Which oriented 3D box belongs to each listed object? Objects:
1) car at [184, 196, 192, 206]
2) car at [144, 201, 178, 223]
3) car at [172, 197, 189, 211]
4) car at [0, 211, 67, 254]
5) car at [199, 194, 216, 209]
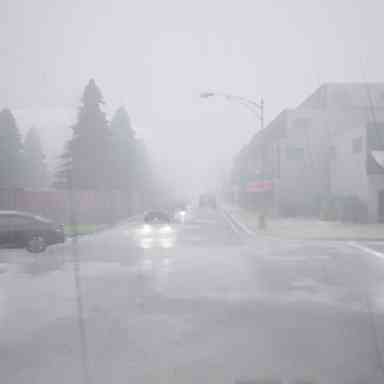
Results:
[{"bbox_3d":[-1.116,1.506,54.438,1.837,1.490,4.892,0,0,3],"label":"car"},{"bbox_3d":[-2.476,1.601,25.930,1.895,1.301,4.718,0,0,3],"label":"car"},{"bbox_3d":[-1.745,1.601,41.592,1.895,1.301,4.718,0,0,3],"label":"car"},{"bbox_3d":[-6.957,1.413,11.917,4.674,1.442,1.812,2,1,-24],"label":"car"},{"bbox_3d":[2.087,1.221,44.688,2.150,2.045,5.566,0,0,3],"label":"car"}]
